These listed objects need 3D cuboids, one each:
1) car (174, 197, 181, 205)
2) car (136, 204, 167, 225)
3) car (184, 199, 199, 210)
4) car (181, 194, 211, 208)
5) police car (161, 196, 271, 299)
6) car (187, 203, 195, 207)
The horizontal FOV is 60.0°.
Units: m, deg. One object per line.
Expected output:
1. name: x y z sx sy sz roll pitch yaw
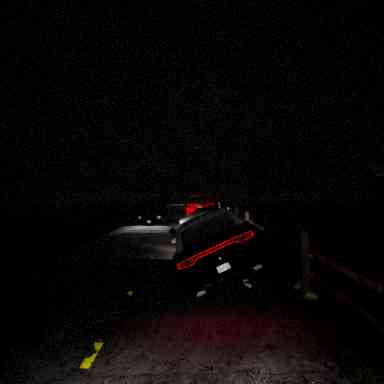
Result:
1. car: -2.859 1.974 72.879 1.837 1.490 4.892 0 -1 0
2. car: -2.883 1.617 24.926 2.033 1.411 5.357 0 0 0
3. car: -0.055 1.731 46.487 2.033 1.411 5.357 0 0 0
4. car: 0.687 1.239 24.495 2.150 2.045 5.566 -3 -2 3
5. police car: 0.488 1.210 8.672 1.930 1.638 5.238 -25 0 0
6. car: 0.799 1.569 18.552 1.812 1.442 4.674 0 0 0
